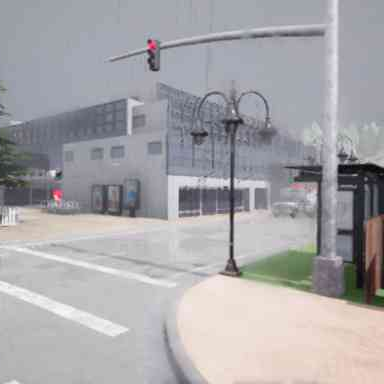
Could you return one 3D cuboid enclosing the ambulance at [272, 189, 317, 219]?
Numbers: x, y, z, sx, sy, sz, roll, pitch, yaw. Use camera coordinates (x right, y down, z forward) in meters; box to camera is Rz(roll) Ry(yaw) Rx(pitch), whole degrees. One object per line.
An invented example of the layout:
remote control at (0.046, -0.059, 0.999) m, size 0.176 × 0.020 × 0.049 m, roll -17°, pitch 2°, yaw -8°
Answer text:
ambulance at (9.171, 0.969, 29.048) m, size 2.351 × 2.431 × 6.366 m, roll 1°, pitch 0°, yaw 39°
